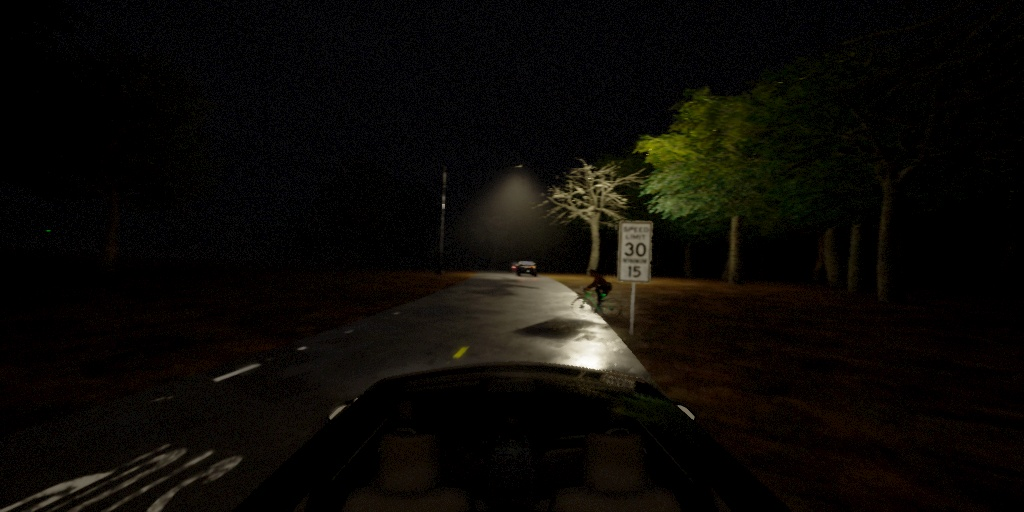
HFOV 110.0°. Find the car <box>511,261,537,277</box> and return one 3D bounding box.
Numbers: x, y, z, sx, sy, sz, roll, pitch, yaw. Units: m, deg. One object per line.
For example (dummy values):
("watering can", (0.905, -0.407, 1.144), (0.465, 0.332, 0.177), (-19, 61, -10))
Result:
("car", (1.419, 1.255, 36.084), (2.128, 1.511, 4.902), (3, -1, -3))

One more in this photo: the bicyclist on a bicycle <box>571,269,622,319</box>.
("bicyclist on a bicycle", (2.802, 1.250, 11.832), (1.656, 1.620, 0.582), (2, 0, 5))

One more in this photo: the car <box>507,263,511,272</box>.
("car", (0.455, 1.473, 47.376), (2.033, 1.411, 5.357), (3, -1, -7))
